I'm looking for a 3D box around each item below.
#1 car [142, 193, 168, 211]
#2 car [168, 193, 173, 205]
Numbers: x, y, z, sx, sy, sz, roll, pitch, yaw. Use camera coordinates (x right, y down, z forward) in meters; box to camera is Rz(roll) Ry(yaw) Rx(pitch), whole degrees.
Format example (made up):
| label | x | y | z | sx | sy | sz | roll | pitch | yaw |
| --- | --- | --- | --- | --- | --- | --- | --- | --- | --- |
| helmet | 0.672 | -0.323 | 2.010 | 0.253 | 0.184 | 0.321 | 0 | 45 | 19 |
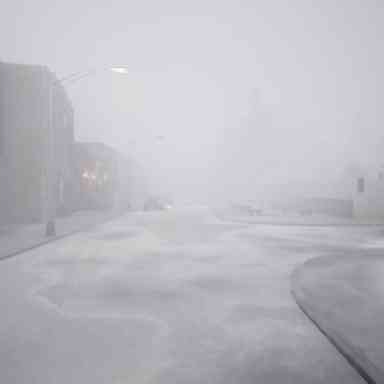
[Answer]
| label | x | y | z | sx | sy | sz | roll | pitch | yaw |
| --- | --- | --- | --- | --- | --- | --- | --- | --- | --- |
| car | -4.110 | 1.082 | 36.132 | 2.097 | 1.767 | 4.553 | 0 | 0 | 0 |
| car | -4.088 | 0.973 | 50.381 | 2.097 | 1.767 | 4.553 | 0 | 0 | 1 |
